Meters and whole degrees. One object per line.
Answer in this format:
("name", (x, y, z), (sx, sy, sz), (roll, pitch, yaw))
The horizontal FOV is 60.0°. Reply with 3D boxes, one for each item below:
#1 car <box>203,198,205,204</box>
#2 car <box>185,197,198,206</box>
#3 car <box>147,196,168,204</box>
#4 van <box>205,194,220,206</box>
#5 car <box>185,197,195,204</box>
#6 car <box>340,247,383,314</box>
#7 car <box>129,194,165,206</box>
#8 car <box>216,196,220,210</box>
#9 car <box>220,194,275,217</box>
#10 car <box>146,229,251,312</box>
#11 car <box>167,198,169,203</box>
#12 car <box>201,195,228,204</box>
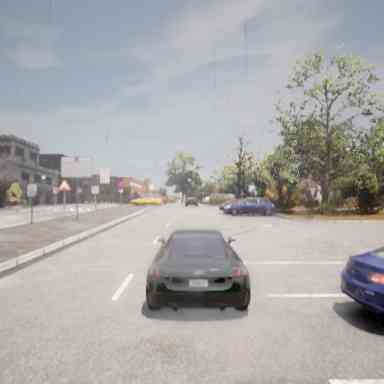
("car", (5.073, 1.538, 56.925), (5.366, 1.575, 1.946), (0, -1, 0))
("car", (-0.068, 1.545, 54.233), (1.812, 1.442, 4.674), (0, -1, 0))
("car", (-7.517, 1.782, 72.772), (4.553, 1.767, 2.185), (0, -2, -1))
("van", (4.794, 1.274, 54.132), (4.442, 1.987, 1.878), (0, -1, 0))
("car", (-0.364, 1.962, 74.545), (1.882, 1.535, 5.008), (0, -2, 2))
("car", (5.084, 1.506, 5.830), (4.674, 1.452, 2.002), (0, 0, 0))
("car", (-7.547, 1.501, 54.673), (5.366, 1.575, 1.946), (0, -1, 0))
("car", (5.055, 1.444, 33.336), (4.674, 1.452, 2.002), (0, 0, 0))
("car", (5.127, 1.284, 30.166), (4.553, 1.767, 2.185), (0, 0, 0))
("car", (0.109, 1.546, 7.778), (1.994, 1.385, 4.181), (0, 0, 0))
("car", (-7.442, 1.491, 66.824), (5.566, 2.045, 2.435), (0, -1, -1))
("car", (4.719, 1.603, 70.765), (5.566, 2.045, 2.435), (0, -2, -1))
